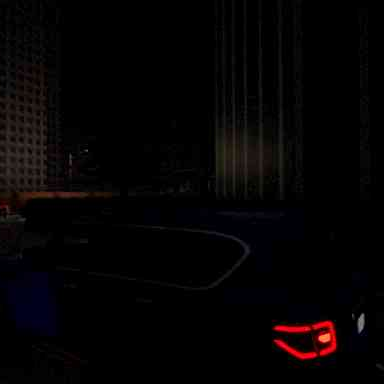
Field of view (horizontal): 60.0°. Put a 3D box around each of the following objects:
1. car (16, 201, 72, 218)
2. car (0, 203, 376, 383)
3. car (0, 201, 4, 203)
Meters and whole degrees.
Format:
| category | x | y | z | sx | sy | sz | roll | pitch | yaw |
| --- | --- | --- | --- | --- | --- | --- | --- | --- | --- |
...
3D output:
| category | x | y | z | sx | sy | sz | roll | pitch | yaw |
| --- | --- | --- | --- | --- | --- | --- | --- | --- | --- |
| car | -15.105 | 1.745 | 34.141 | 1.882 | 1.535 | 5.008 | 0 | 0 | 35 |
| car | -0.699 | 1.242 | 4.486 | 5.566 | 2.045 | 2.150 | 0 | 0 | 35 |
| car | -20.490 | 1.643 | 32.596 | 2.097 | 1.767 | 4.553 | 0 | 0 | 35 |
